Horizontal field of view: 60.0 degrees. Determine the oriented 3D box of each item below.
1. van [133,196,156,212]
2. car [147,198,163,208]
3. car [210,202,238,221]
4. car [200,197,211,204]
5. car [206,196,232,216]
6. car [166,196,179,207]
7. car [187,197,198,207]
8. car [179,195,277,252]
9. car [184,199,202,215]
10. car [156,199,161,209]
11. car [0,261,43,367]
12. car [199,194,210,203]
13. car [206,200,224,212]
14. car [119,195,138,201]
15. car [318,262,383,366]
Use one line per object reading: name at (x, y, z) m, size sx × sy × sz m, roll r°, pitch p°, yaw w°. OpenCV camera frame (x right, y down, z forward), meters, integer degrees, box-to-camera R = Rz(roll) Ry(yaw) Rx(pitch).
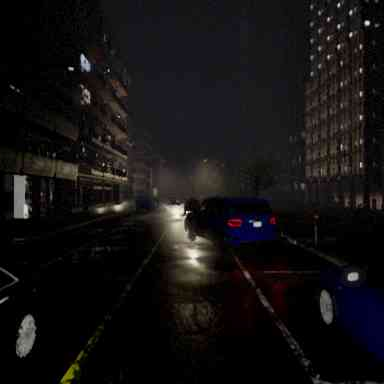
van at (-5.683, 1.413, 39.868) m, size 1.690 × 1.788 × 3.998 m, roll 0°, pitch 0°, yaw 0°
car at (-5.682, 1.663, 50.914) m, size 1.947 × 1.339 × 4.313 m, roll 0°, pitch 0°, yaw 0°
car at (2.697, 1.600, 28.821) m, size 2.008 × 1.369 × 4.403 m, roll 0°, pitch 0°, yaw 0°
car at (2.701, 1.709, 67.481) m, size 1.947 × 1.339 × 4.313 m, roll 0°, pitch 0°, yaw 0°
car at (2.698, 1.375, 34.345) m, size 2.192 × 1.841 × 5.009 m, roll 0°, pitch 0°, yaw 0°
car at (-3.039, 1.459, 54.745) m, size 2.097 × 1.767 × 4.553 m, roll 0°, pitch 0°, yaw 1°
car at (0.092, 1.610, 54.348) m, size 1.837 × 1.490 × 4.892 m, roll 0°, pitch 0°, yaw 0°
car at (1.428, 1.245, 14.358) m, size 2.150 × 2.045 × 5.566 m, roll -1°, pitch 0°, yaw -20°
car at (0.090, 1.541, 36.309) m, size 1.882 × 1.535 × 5.008 m, roll 0°, pitch 0°, yaw 0°
car at (-5.683, 1.609, 45.221) m, size 1.752 × 1.417 × 4.829 m, roll 0°, pitch 0°, yaw 0°
car at (-3.100, 1.509, 3.027) m, size 1.837 × 1.490 × 4.892 m, roll 0°, pitch 0°, yaw 0°
car at (2.702, 1.474, 73.005) m, size 2.192 × 1.841 × 5.009 m, roll 0°, pitch 0°, yaw 0°
car at (2.698, 1.637, 39.866) m, size 1.947 × 1.339 × 4.313 m, roll 0°, pitch 0°, yaw 0°
car at (-16.415, 1.537, 85.989) m, size 4.403 × 1.369 × 2.008 m, roll 1°, pitch -1°, yaw -1°
car at (3.141, 1.483, 3.899) m, size 1.882 × 1.535 × 5.008 m, roll 0°, pitch 0°, yaw 0°
